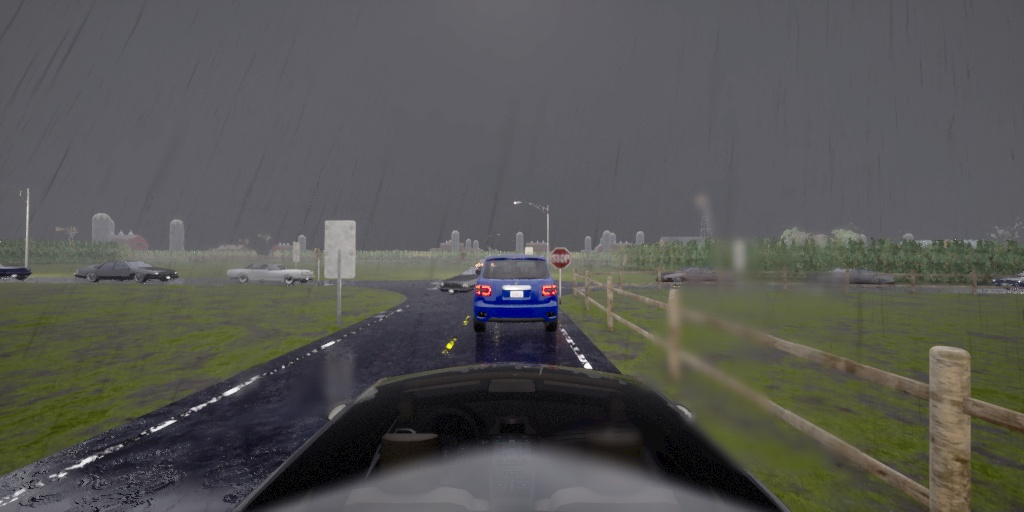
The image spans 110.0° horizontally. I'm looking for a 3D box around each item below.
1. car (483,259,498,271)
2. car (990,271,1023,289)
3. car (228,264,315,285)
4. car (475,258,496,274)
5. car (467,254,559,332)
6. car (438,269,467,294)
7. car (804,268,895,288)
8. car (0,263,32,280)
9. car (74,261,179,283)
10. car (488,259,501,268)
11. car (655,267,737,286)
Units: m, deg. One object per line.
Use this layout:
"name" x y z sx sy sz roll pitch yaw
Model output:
"car" -2.951 1.206 50.524 1.882 1.535 5.008 0 0 0
"car" 39.132 1.796 26.552 5.357 1.411 2.033 1 -1 0
"car" -15.719 1.171 23.693 4.718 1.301 1.895 1 -1 0
"car" -2.934 1.089 40.619 2.097 1.767 4.553 0 0 0
"car" 0.054 0.973 10.973 2.150 2.045 5.566 0 0 -1
"car" -1.607 1.268 19.510 2.033 1.411 5.357 1 1 30
"car" 24.939 1.623 26.594 5.357 1.411 2.033 1 -1 0
"car" -35.127 0.969 23.723 4.718 1.301 1.895 1 -1 0
"car" -25.385 1.015 23.701 5.357 1.411 2.033 1 -1 0
"car" -2.967 1.263 61.181 2.033 1.411 5.357 0 0 0
"car" 13.587 1.489 26.624 5.357 1.411 2.033 1 -1 1
